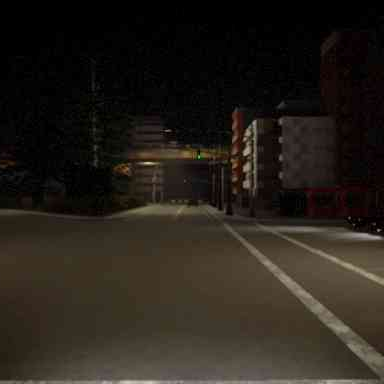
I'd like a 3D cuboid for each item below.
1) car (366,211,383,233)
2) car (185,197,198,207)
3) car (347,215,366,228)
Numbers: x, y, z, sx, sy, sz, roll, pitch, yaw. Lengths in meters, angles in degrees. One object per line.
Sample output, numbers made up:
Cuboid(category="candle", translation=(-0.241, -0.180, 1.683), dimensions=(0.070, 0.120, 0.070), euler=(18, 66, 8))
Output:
Cuboid(category="car", translation=(13.368, 1.832, 19.105), dimensions=(5.357, 1.411, 2.033), euler=(1, 0, 0))
Cuboid(category="car", translation=(0.122, 2.067, 63.120), dimensions=(1.837, 1.490, 4.892), euler=(0, -1, 0))
Cuboid(category="car", translation=(13.180, 1.912, 22.601), dimensions=(4.718, 1.301, 1.895), euler=(1, 0, 0))
